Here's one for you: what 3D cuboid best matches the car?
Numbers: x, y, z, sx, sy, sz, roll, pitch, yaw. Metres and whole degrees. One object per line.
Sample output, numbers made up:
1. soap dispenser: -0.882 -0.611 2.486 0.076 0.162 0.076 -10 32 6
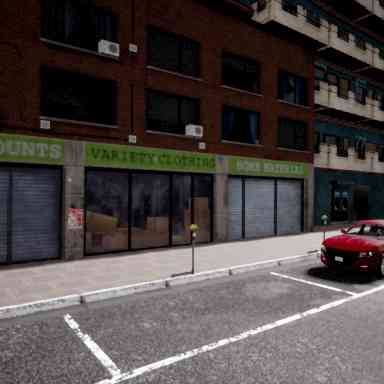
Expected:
1. car: 5.763 1.548 10.206 4.507 1.381 1.887 0 1 -36
